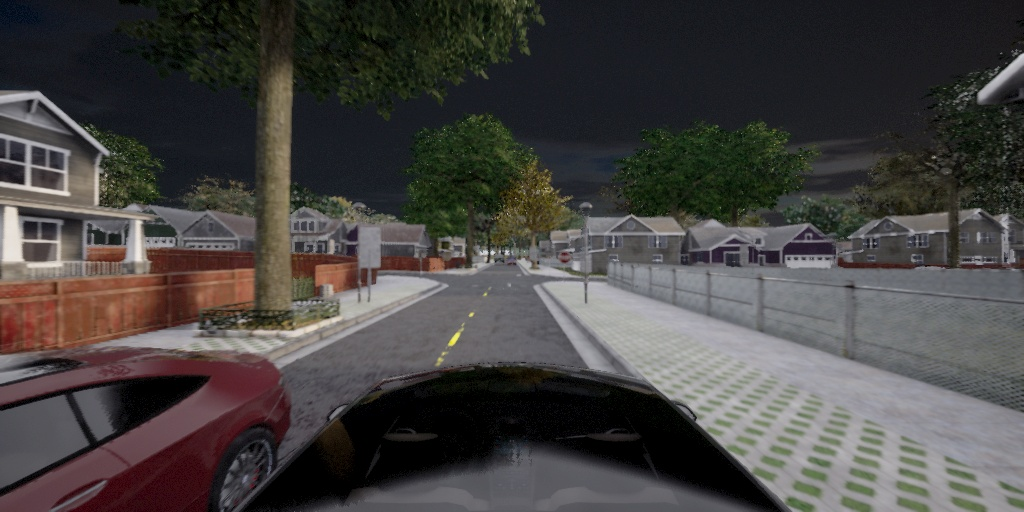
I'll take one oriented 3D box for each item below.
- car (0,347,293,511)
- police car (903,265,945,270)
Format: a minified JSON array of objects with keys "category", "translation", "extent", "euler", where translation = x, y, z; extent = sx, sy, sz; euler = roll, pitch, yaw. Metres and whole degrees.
[{"category":"car","translation":[-2.847,1.276,1.371],"extent":[1.812,1.442,4.674],"euler":[0,0,0]},{"category":"police car","translation":[36.522,1.616,32.012],"extent":[5.238,1.638,1.930],"euler":[0,-1,0]}]
